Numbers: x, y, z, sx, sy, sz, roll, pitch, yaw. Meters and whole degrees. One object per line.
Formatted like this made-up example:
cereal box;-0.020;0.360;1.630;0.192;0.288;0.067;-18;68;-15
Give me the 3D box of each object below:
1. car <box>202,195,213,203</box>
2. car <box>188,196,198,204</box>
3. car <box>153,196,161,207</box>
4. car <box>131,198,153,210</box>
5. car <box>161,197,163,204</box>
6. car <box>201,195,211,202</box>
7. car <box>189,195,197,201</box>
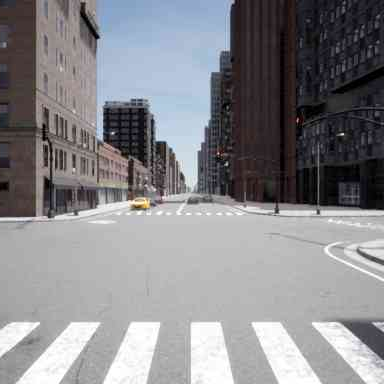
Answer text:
car;3.391;1.533;70.952;2.128;1.511;4.902;0;0;0
car;0.229;1.502;64.747;2.128;1.511;4.902;0;0;0
car;-6.481;1.574;51.436;1.994;1.385;4.181;0;0;1
car;-6.514;1.486;42.186;1.882;1.535;5.008;0;0;0
car;-6.440;1.489;61.857;1.882;1.535;5.008;0;0;0
car;3.412;1.501;81.372;2.128;1.511;4.902;0;0;0
car;0.163;1.558;82.119;1.994;1.385;4.181;0;0;0
